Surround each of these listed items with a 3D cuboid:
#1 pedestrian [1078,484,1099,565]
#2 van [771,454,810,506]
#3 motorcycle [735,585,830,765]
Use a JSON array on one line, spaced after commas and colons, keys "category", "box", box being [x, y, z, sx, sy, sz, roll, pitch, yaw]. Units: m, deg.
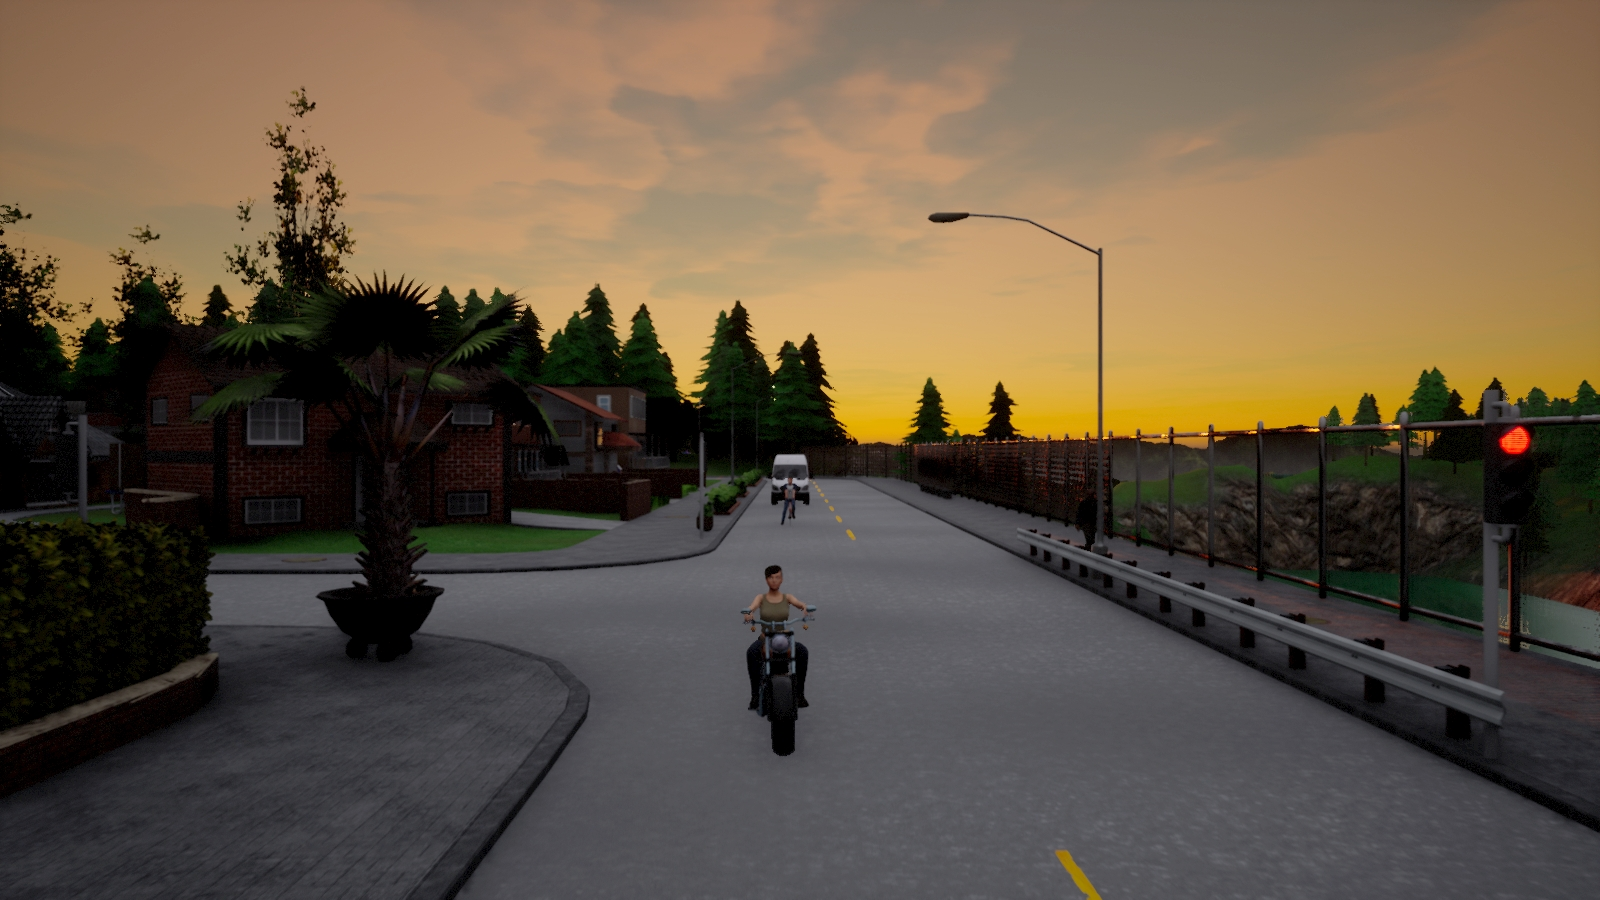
[{"category": "pedestrian", "box": [6.774, 1.740, 26.822, 0.375, 1.860, 0.375, 0, 0, -1]}, {"category": "van", "box": [-0.495, 1.525, 59.894, 1.988, 2.561, 5.915, 0, 0, 0]}, {"category": "motorcycle", "box": [-0.221, 2.153, 11.392, 0.764, 1.307, 2.356, 0, 0, -5]}]
